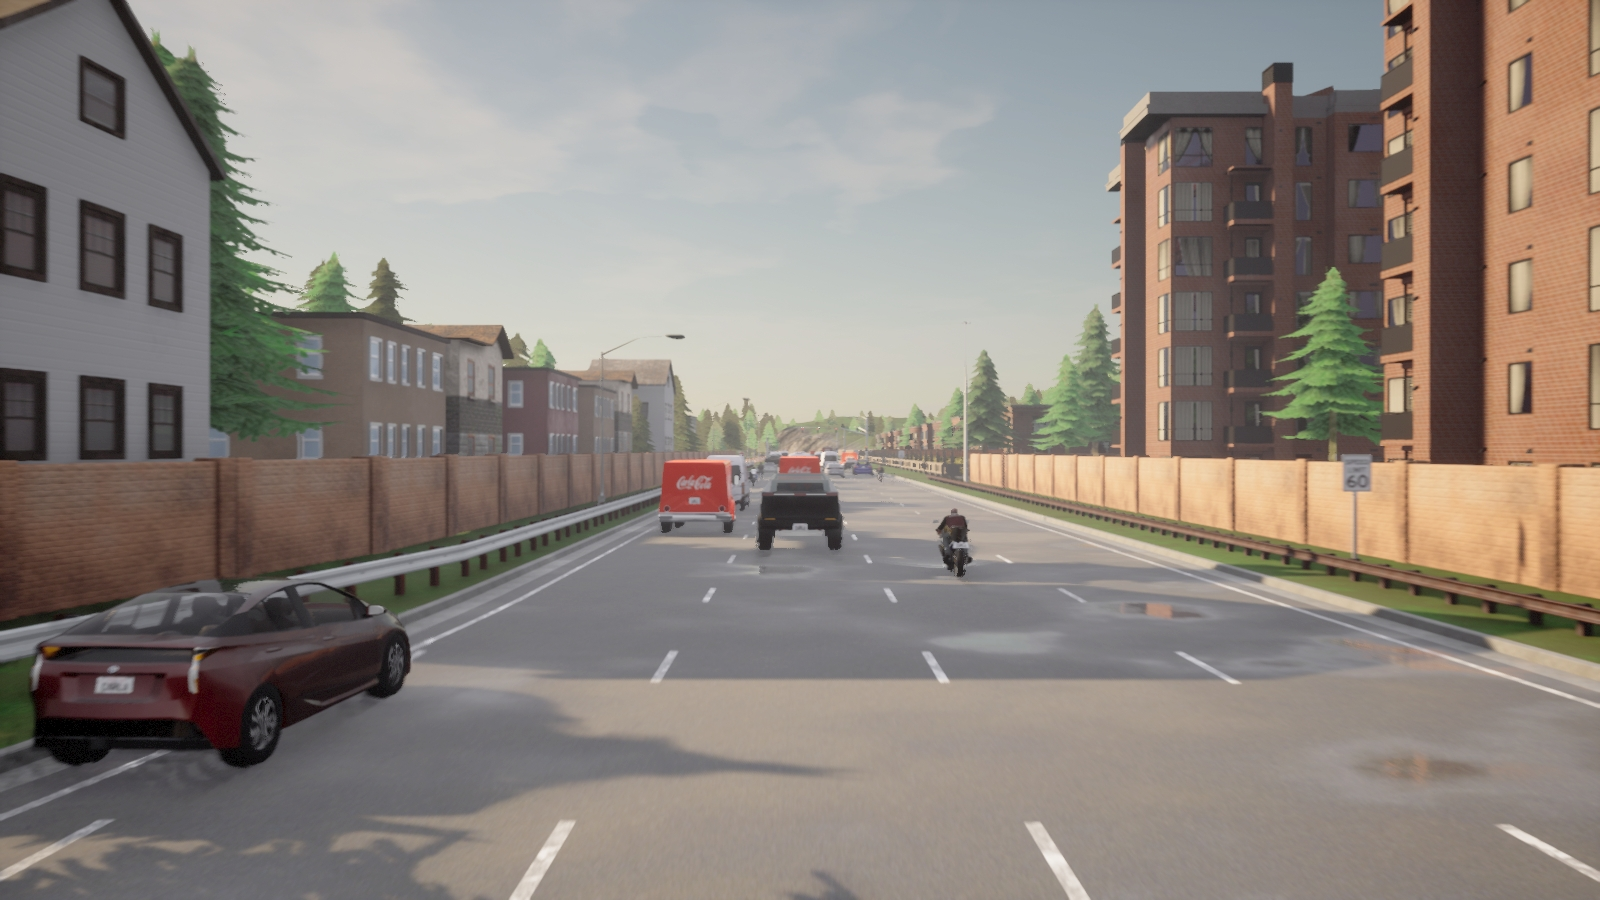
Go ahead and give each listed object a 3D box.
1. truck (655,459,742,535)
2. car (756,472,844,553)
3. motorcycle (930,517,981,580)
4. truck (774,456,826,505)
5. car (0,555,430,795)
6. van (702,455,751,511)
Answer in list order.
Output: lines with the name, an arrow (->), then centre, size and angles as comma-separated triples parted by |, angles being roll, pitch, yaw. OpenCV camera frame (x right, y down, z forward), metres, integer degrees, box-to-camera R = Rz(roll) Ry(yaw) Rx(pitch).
truck -> -3.498, 1.571, 40.384 | 2.627, 2.467, 5.204 | 0, 0, 0
car -> 0.004, 1.754, 34.290 | 2.390, 2.098, 6.274 | 0, 0, 0
motorcycle -> 3.500, 2.205, 25.889 | 0.867, 1.251, 2.209 | 0, 0, 0
truck -> -0.005, 1.568, 61.113 | 2.627, 2.467, 5.204 | 0, 0, 0
car -> -5.578, 2.040, 11.589 | 2.007, 1.525, 4.514 | 0, 0, 3
van -> -3.511, 1.535, 55.531 | 1.988, 2.561, 5.915 | 0, 0, 0
